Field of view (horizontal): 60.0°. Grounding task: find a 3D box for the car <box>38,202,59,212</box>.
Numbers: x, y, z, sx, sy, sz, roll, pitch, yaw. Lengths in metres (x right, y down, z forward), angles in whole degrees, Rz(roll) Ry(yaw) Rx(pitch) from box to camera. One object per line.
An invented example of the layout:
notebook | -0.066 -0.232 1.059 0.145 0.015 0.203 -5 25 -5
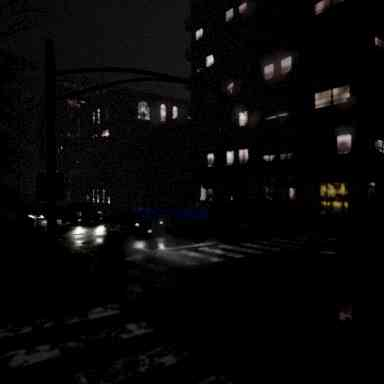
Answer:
car | -21.160 2.150 48.931 1.994 1.385 4.181 -1 0 -36

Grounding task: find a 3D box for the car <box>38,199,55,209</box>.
car | -26.476 2.172 60.624 1.967 1.590 4.097 -2 0 -36

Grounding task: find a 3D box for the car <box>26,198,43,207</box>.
car | -32.990 2.196 69.583 2.192 1.841 5.009 -2 0 -36

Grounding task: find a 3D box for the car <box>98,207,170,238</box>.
car | -3.474 1.763 19.146 1.895 1.301 4.718 -1 0 -36

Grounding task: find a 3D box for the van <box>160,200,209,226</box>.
van | -0.433 1.489 24.781 1.690 1.788 3.998 -2 0 -36

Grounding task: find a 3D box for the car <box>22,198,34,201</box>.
car | -28.140 2.249 58.544 1.837 1.490 4.892 -1 0 -37

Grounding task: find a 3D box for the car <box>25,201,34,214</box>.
car | -20.535 2.142 42.712 1.895 1.301 4.718 -1 0 -36

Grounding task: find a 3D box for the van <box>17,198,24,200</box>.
van | -39.500 2.373 78.544 1.690 1.788 3.998 -2 0 -36

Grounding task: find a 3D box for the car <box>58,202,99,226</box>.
car | -8.740 1.630 26.391 2.097 1.767 4.553 -1 0 -36

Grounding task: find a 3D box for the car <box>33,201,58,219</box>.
car | -14.667 1.887 34.565 1.882 1.535 5.008 -1 -1 -36

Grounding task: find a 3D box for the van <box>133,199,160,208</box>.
van | -3.688 1.560 29.261 1.690 1.788 3.998 -2 0 -36
